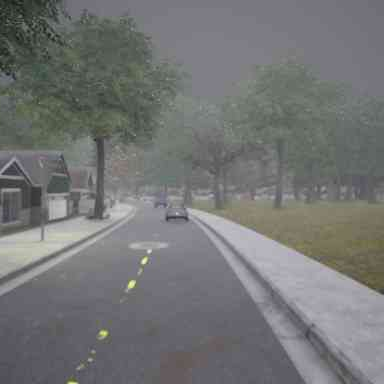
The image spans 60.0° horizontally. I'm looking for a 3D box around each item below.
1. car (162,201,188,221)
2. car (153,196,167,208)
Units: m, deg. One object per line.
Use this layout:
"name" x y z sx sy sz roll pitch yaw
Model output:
"car" -1.394 1.776 29.390 1.994 1.385 4.181 0 -1 -5
"car" -5.605 1.817 58.967 2.150 2.045 5.566 0 -2 -10
